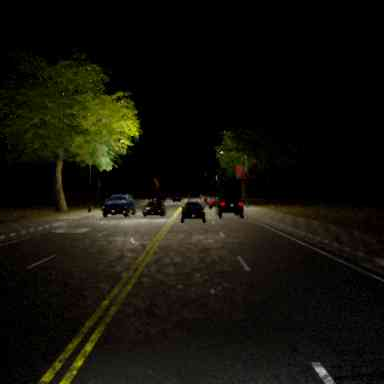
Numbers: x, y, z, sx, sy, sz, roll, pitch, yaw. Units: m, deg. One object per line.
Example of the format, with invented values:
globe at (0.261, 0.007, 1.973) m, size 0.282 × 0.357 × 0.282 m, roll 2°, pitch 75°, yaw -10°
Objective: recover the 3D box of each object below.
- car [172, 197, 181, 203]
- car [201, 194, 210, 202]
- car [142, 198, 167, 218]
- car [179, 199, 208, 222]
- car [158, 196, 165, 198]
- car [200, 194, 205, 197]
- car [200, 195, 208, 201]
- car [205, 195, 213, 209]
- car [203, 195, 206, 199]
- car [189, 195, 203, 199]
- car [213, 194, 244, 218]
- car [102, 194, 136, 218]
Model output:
car at (-3.260, 1.668, 71.014) m, size 1.895 × 1.301 × 4.718 m, roll 0°, pitch 0°, yaw 0°
car at (3.239, 1.449, 79.669) m, size 2.097 × 1.767 × 4.553 m, roll 0°, pitch 0°, yaw 0°
car at (-3.348, 1.537, 30.393) m, size 1.837 × 1.490 × 4.892 m, roll 0°, pitch 0°, yaw 0°
car at (0.096, 1.553, 26.388) m, size 1.812 × 1.442 × 4.674 m, roll 0°, pitch 0°, yaw 0°
car at (-6.510, 1.597, 71.044) m, size 1.812 × 1.442 × 4.674 m, roll 0°, pitch 0°, yaw 0°
car at (3.240, 1.579, 68.699) m, size 2.128 × 1.511 × 4.902 m, roll 0°, pitch 0°, yaw 0°
car at (3.237, 1.642, 90.698) m, size 2.033 × 1.411 × 5.357 m, roll 0°, pitch 0°, yaw 0°
car at (3.343, 1.407, 45.666) m, size 2.097 × 1.767 × 4.553 m, roll 0°, pitch 0°, yaw 0°
car at (3.241, 1.672, 57.729) m, size 1.895 × 1.301 × 4.718 m, roll 0°, pitch 0°, yaw 0°
car at (0.092, 1.604, 48.268) m, size 2.033 × 1.411 × 5.357 m, roll 0°, pitch 0°, yaw 0°
car at (3.339, 1.246, 30.220) m, size 2.150 × 2.045 × 5.566 m, roll 0°, pitch -1°, yaw 1°
car at (-6.599, 1.253, 30.578) m, size 2.150 × 2.045 × 5.566 m, roll 0°, pitch 0°, yaw 0°
